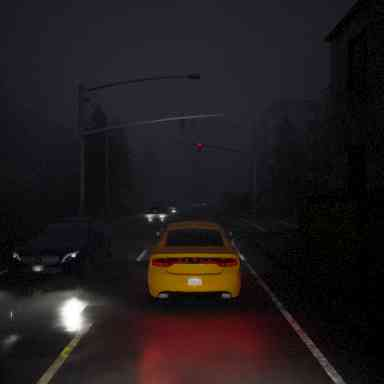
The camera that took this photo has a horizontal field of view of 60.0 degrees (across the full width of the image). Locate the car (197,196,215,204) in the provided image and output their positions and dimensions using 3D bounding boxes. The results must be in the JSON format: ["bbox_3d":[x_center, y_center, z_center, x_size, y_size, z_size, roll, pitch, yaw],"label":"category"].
[{"bbox_3d":[2.863,1.525,65.511,1.812,1.442,4.674,0,0,36],"label":"car"}]

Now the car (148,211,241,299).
[{"bbox_3d":[0.061,1.478,8.508,1.882,1.535,5.008,0,0,0],"label":"car"}]

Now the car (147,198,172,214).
[{"bbox_3d":[-3.631,1.547,35.850,2.033,1.411,5.357,0,0,0],"label":"car"}]

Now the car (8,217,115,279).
[{"bbox_3d":[-3.621,1.526,10.138,1.812,1.442,4.674,0,0,0],"label":"car"}]

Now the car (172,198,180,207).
[{"bbox_3d":[-3.112,1.600,50.513,1.895,1.301,4.718,0,0,9],"label":"car"}]
